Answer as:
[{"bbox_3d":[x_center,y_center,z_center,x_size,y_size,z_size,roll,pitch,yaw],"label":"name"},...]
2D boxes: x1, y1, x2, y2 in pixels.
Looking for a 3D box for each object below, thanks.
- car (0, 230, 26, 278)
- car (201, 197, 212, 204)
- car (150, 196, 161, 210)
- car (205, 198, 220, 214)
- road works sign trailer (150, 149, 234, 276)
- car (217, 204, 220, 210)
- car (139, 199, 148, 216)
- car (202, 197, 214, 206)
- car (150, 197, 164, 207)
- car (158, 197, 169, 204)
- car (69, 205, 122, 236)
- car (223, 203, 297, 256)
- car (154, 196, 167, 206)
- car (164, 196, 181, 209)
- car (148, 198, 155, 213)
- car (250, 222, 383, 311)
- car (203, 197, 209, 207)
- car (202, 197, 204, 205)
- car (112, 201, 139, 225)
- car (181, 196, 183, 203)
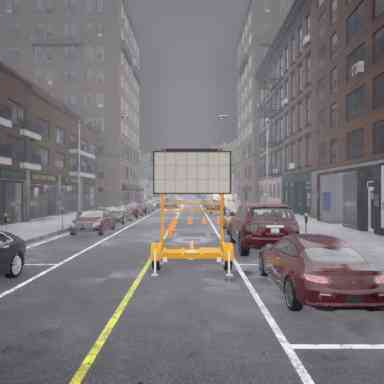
[{"bbox_3d":[-5.386,1.551,7.439,2.008,1.369,4.403,0,0,0],"label":"car"},{"bbox_3d":[2.659,1.585,62.626,1.947,1.339,4.313,0,0,0],"label":"car"},{"bbox_3d":[-5.374,1.553,40.552,2.008,1.369,4.403,0,0,0],"label":"car"},{"bbox_3d":[2.649,1.583,35.035,1.802,1.307,4.206,0,0,0],"label":"car"},{"bbox_3d":[0.003,0.464,10.330,2.380,3.560,2.880,0,0,0],"label":"road works sign trailer"},{"bbox_3d":[2.639,1.525,18.648,1.752,1.417,4.829,0,0,0],"label":"car"},{"bbox_3d":[-5.378,1.545,29.515,1.887,1.381,4.507,0,0,0],"label":"car"},{"bbox_3d":[2.657,1.596,57.107,1.802,1.307,4.206,0,0,0],"label":"car"},{"bbox_3d":[-5.370,1.535,51.419,1.752,1.417,4.829,0,0,0],"label":"car"},{"bbox_3d":[-5.366,1.601,62.628,1.802,1.307,4.206,0,0,0],"label":"car"},{"bbox_3d":[-5.382,1.582,18.477,1.802,1.307,4.206,0,0,0],"label":"car"},{"bbox_3d":[2.642,1.315,12.962,2.192,1.841,5.009,0,0,0],"label":"car"},{"bbox_3d":[-5.368,1.454,57.109,1.967,1.590,4.097,0,0,0],"label":"car"},{"bbox_3d":[-2.833,1.510,45.800,1.837,1.490,4.892,0,0,0],"label":"car"},{"bbox_3d":[-5.376,1.567,35.034,1.947,1.339,4.313,0,0,0],"label":"car"},{"bbox_3d":[2.639,1.582,7.443,1.802,1.307,4.206,0,0,0],"label":"car"},{"bbox_3d":[2.651,1.584,40.553,1.802,1.307,4.206,0,0,0],"label":"car"},{"bbox_3d":[2.653,1.531,46.241,1.752,1.417,4.829,0,0,0],"label":"car"},{"bbox_3d":[-5.380,1.551,23.996,2.008,1.369,4.403,0,0,0],"label":"car"},{"bbox_3d":[-2.728,1.500,67.197,1.882,1.535,5.008,0,0,0],"label":"car"}]
